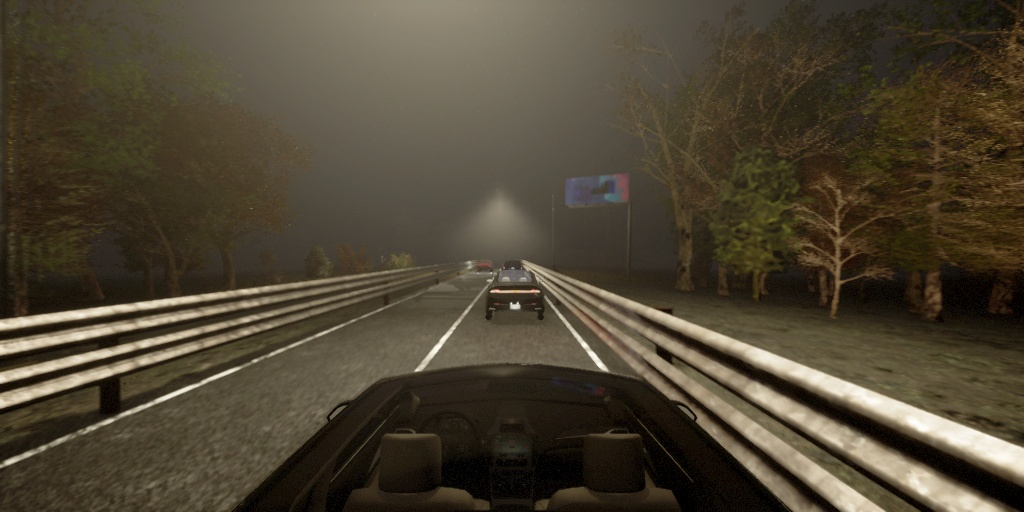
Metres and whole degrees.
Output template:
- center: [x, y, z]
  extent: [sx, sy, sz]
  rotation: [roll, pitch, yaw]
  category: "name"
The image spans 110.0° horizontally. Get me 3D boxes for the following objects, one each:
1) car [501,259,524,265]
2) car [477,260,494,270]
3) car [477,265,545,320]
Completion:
- center: [0.071, 1.094, 33.573]
  extent: [2.097, 1.767, 4.553]
  rotation: [0, 0, 0]
  category: "car"
- center: [-3.320, 1.216, 45.053]
  extent: [1.882, 1.535, 5.008]
  rotation: [0, 0, 0]
  category: "car"
- center: [0.091, 1.239, 12.690]
  extent: [2.128, 1.511, 4.902]
  rotation: [0, 0, 0]
  category: "car"
